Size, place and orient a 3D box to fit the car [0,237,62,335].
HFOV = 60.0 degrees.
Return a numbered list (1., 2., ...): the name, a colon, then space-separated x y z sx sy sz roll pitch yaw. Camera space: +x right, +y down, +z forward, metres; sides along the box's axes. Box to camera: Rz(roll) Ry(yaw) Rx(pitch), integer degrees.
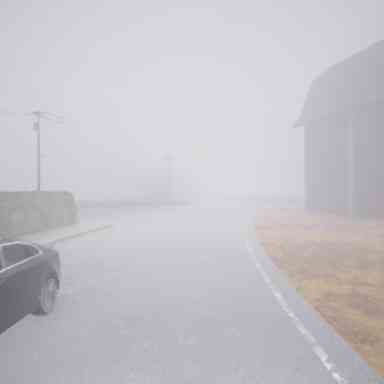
1. car: -3.518 1.465 4.665 2.128 1.511 4.902 0 0 1
